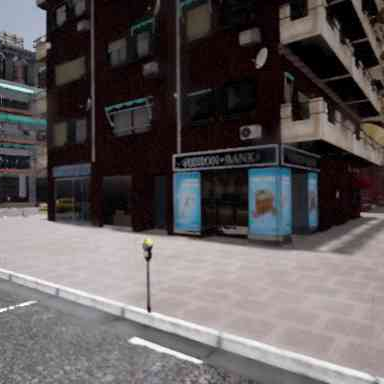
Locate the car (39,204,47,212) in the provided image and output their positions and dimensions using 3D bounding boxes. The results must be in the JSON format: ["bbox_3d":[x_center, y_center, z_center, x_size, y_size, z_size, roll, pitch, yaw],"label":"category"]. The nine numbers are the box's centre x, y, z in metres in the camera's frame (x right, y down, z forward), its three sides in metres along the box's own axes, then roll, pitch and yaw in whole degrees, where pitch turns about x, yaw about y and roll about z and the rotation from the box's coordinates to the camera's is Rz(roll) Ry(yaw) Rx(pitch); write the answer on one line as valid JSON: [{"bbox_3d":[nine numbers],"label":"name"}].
[{"bbox_3d":[-10.729,1.144,28.900,1.752,1.417,4.829,0,0,36],"label":"car"}]
